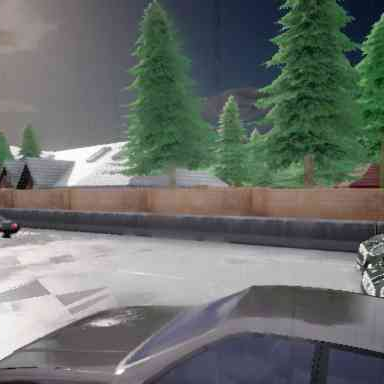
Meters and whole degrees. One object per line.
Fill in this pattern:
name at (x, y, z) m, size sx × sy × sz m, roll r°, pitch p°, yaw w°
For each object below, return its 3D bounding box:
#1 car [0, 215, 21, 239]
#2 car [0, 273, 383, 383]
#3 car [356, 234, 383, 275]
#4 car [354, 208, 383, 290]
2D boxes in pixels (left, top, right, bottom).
car at (-10.524, 1.601, 16.003) m, size 4.718 × 1.301 × 1.895 m, roll 0°, pitch 0°, yaw 29°
car at (0.854, 1.547, 2.571) m, size 5.357 × 1.411 × 2.033 m, roll 0°, pitch 0°, yaw 23°
car at (4.905, 1.351, 4.729) m, size 4.553 × 1.767 × 2.097 m, roll 0°, pitch 0°, yaw 21°
car at (6.440, 1.353, 7.869) m, size 4.553 × 1.767 × 2.097 m, roll 0°, pitch 0°, yaw 22°
